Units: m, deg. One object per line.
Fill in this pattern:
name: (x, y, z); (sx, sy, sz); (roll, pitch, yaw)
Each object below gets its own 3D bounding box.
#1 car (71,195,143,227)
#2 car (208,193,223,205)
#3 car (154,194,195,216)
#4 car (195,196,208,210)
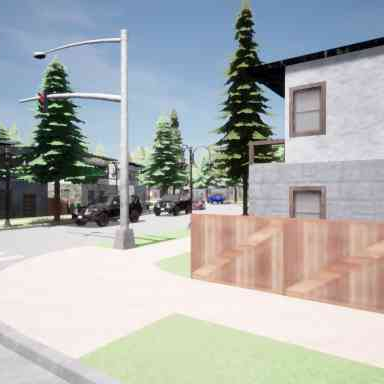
car: (-5.684, 1.202, 23.106); (2.150, 2.045, 5.566); (0, 0, 27)
car: (4.187, 1.202, 60.875); (2.150, 2.045, 5.566); (0, 0, -9)
car: (-1.800, 1.202, 32.486); (2.150, 2.045, 5.566); (0, 0, 18)
car: (0.448, 1.333, 42.087); (2.097, 1.767, 4.553); (0, 0, 9)
